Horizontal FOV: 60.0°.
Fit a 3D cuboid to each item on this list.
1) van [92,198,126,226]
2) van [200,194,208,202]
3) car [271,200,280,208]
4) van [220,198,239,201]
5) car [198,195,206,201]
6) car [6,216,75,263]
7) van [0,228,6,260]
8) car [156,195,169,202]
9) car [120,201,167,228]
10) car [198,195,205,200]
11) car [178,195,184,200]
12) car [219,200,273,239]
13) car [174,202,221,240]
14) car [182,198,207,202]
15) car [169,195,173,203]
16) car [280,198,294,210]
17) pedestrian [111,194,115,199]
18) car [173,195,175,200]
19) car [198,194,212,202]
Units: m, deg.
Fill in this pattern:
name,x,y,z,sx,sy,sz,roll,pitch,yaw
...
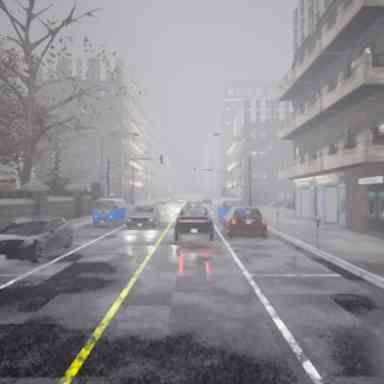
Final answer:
name,x,y,z,sx,sy,sz,roll,pitch,yaw
van,-5.646,1.348,23.079,1.690,1.788,3.998,1,0,0
van,2.685,1.370,77.954,1.690,1.788,3.998,1,0,0
car,13.628,1.615,49.214,4.097,1.590,1.967,0,-1,1
van,2.667,1.349,23.080,1.690,1.788,3.998,1,0,0
car,2.679,1.560,89.409,1.752,1.417,4.829,1,0,0
car,-5.664,1.570,12.032,1.947,1.339,4.313,1,0,0
van,-5.683,1.343,6.508,1.690,1.788,3.998,1,0,0
car,-5.693,1.546,60.854,1.752,1.417,4.829,1,0,0
car,-3.094,1.554,22.347,2.033,1.411,5.357,0,0,0
car,2.677,1.619,94.882,1.802,1.307,4.206,1,0,0
car,-3.025,1.568,92.908,2.033,1.411,5.357,0,0,0
car,2.669,1.446,17.556,1.967,1.590,4.097,1,0,0
car,0.095,1.494,16.891,2.128,1.511,4.902,0,0,0
car,0.184,1.557,32.131,2.033,1.411,5.357,0,0,3
car,-5.695,1.466,72.309,1.967,1.590,4.097,1,0,0
car,13.527,1.590,40.833,4.313,1.339,1.947,0,-1,1
pedestrian,-12.553,1.224,52.464,0.375,1.860,0.375,0,-1,1
car,-5.702,1.582,94.880,1.887,1.381,4.507,1,0,0
car,2.686,1.587,61.027,1.947,1.339,4.313,1,0,0
